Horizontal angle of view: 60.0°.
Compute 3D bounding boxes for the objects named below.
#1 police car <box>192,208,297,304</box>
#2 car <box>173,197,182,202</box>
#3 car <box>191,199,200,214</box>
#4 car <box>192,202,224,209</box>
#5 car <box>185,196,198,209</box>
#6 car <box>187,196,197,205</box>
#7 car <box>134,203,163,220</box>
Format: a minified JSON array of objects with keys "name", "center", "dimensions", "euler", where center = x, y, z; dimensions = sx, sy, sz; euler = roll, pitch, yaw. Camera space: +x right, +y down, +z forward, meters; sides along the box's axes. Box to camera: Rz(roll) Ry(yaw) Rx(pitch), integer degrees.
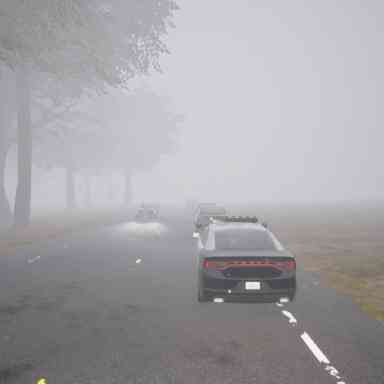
[{"name":"police car","center":[1.057,1.423,8.364],"dimensions":[1.930,1.638,5.238],"euler":[0,0,0]},{"name":"car","center":[-3.453,1.798,80.035],"dimensions":[1.895,1.301,4.718],"euler":[0,0,0]},{"name":"car","center":[1.065,1.508,24.258],"dimensions":[1.837,1.490,4.892],"euler":[0,0,0]},{"name":"car","center":[1.062,1.505,18.256],"dimensions":[1.837,1.490,4.892],"euler":[0,0,0]},{"name":"car","center":[0.053,1.579,45.925],"dimensions":[2.033,1.411,5.357],"euler":[0,0,0]},{"name":"car","center":[0.037,1.576,63.656],"dimensions":[1.882,1.535,5.008],"euler":[0,0,0]},{"name":"car","center":[-3.582,1.605,27.867],"dimensions":[1.895,1.301,4.718],"euler":[0,0,0]}]
